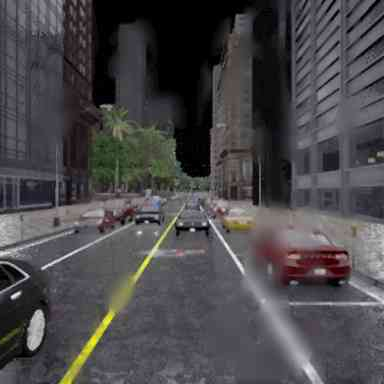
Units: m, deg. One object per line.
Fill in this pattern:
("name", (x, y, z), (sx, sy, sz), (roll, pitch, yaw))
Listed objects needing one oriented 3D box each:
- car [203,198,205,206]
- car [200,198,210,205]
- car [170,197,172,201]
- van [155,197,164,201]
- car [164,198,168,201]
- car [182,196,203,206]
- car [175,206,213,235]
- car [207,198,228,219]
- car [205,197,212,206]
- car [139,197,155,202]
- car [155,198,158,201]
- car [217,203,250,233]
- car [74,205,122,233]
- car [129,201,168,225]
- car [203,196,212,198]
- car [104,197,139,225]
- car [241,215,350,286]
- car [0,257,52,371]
("car", (2.737, 1.770, 41.946), (1.887, 1.381, 4.507), (0, 0, 0))
("car", (2.726, 1.944, 69.071), (1.947, 1.339, 4.313), (0, 0, 0))
("car", (-5.800, 1.959, 69.085), (1.802, 1.307, 4.206), (0, 0, 0))
("van", (-5.793, 1.628, 52.807), (1.690, 1.788, 3.998), (0, 0, 0))
("car", (-5.795, 1.758, 58.233), (1.967, 1.590, 4.097), (0, 0, 0))
("car", (0.076, 1.737, 45.524), (2.128, 1.511, 4.902), (0, 0, 0))
("car", (0.040, 1.701, 19.496), (1.895, 1.301, 4.718), (0, 0, 1))
("car", (2.743, 1.603, 31.096), (1.967, 1.590, 4.097), (0, 0, 0))
("car", (2.741, 1.634, 36.521), (1.967, 1.590, 4.097), (0, 0, 0))
("car", (-5.785, 1.508, 36.530), (2.192, 1.841, 5.009), (0, 0, 0))
("car", (-5.787, 1.769, 41.954), (1.887, 1.381, 4.507), (0, 0, 0))
("car", (2.749, 1.631, 20.416), (1.752, 1.417, 4.829), (0, 0, 0))
("car", (-5.776, 1.686, 20.251), (1.802, 1.307, 4.206), (0, 0, 0))
("car", (-3.054, 1.679, 25.296), (2.033, 1.411, 5.357), (0, 0, 0))
("car", (2.733, 1.814, 52.966), (1.752, 1.417, 4.829), (0, 0, 0))
("car", (-5.779, 1.448, 25.678), (2.192, 1.841, 5.009), (0, 0, 0))
("car", (2.755, 1.593, 9.396), (1.887, 1.381, 4.507), (0, 0, 0))
("car", (-3.082, 1.521, 3.273), (1.837, 1.490, 4.892), (0, 0, 0))
